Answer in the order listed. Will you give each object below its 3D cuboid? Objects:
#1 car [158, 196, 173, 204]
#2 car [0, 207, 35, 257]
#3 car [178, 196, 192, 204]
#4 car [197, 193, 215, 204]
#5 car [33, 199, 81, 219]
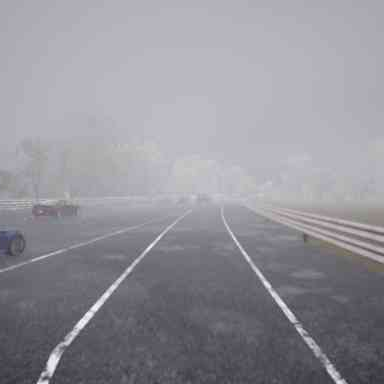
[{"bbox_3d":[-4.869,1.411,61.802,2.128,1.511,4.902,0,0,12],"label":"car"},{"bbox_3d":[-6.637,1.332,9.154,1.812,1.442,4.674,0,0,8],"label":"car"},{"bbox_3d":[-1.283,1.427,61.861,1.837,1.490,4.892,0,0,12],"label":"car"},{"bbox_3d":[2.295,1.144,61.960,2.150,2.045,5.566,0,0,12],"label":"car"},{"bbox_3d":[-11.036,1.318,27.527,1.882,1.535,5.008,0,0,9],"label":"car"}]
